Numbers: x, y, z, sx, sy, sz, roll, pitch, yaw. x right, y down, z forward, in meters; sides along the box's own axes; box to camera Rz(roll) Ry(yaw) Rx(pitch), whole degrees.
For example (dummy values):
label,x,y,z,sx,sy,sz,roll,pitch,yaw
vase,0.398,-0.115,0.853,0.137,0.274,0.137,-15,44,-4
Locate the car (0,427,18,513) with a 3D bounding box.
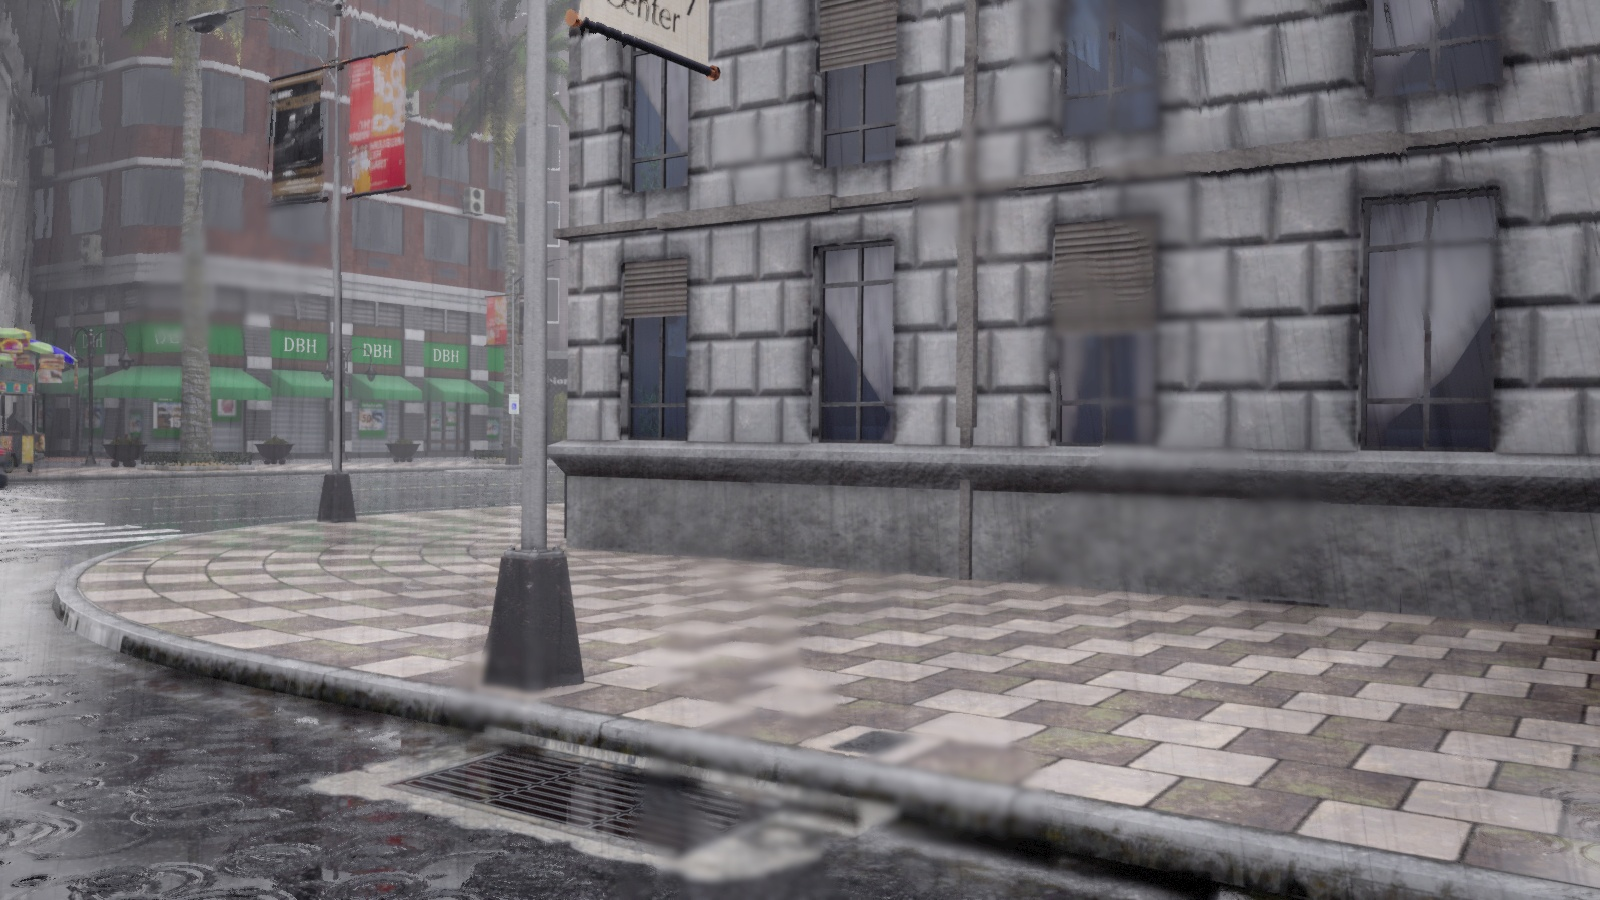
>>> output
label,x,y,z,sx,sy,sz,roll,pitch,yaw
car,-17.586,0.416,23.381,2.242,1.667,4.611,0,1,34
